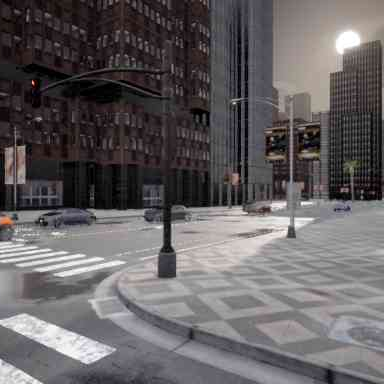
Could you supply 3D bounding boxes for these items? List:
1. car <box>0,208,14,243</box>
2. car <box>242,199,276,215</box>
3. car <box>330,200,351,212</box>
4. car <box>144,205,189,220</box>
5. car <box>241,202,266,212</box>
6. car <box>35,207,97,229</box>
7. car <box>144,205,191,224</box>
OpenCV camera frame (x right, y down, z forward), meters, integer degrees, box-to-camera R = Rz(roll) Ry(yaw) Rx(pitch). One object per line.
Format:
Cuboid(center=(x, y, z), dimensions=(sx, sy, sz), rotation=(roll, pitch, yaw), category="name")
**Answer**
Cuboid(center=(-10.217, 1.464, 14.427), dimensions=(2.097, 1.767, 4.553), rotation=(0, -1, 20), category="car")
Cuboid(center=(8.614, 1.959, 43.080), dimensions=(2.097, 1.767, 4.553), rotation=(0, -1, 36), category="car")
Cuboid(center=(24.270, 2.429, 53.657), dimensions=(2.033, 1.411, 5.357), rotation=(0, -1, 34), category="car")
Cuboid(center=(-2.451, 1.992, 33.114), dimensions=(1.895, 1.301, 4.718), rotation=(0, -1, 36), category="car")
Cuboid(center=(9.202, 2.193, 49.473), dimensions=(1.837, 1.490, 4.892), rotation=(0, -1, 36), category="car")
Cuboid(center=(-8.954, 1.792, 23.913), dimensions=(1.994, 1.385, 4.181), rotation=(0, -1, 35), category="car")
Cuboid(center=(-1.953, 1.846, 28.184), dimensions=(1.837, 1.490, 4.892), rotation=(0, -1, 35), category="car")
